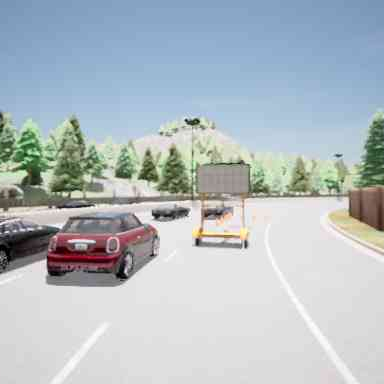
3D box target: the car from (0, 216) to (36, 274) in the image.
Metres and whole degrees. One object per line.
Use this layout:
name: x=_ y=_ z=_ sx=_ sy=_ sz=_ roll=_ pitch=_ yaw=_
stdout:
car: x=-5.971 y=1.518 z=10.626 sx=2.128 sy=1.511 sz=4.902 roll=0 pitch=0 yaw=7

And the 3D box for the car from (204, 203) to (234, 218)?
car: x=2.546 y=1.672 z=30.530 sx=1.895 sy=1.301 sz=4.718 roll=0 pitch=0 yaw=20

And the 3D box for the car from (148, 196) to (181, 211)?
car: x=-3.498 y=1.453 z=43.270 sx=2.097 sy=1.767 sz=4.553 roll=0 pitch=0 yaw=27

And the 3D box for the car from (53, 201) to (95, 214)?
car: x=-13.426 y=1.692 z=38.174 sx=1.895 sy=1.301 sz=4.718 roll=0 pitch=0 yaw=22

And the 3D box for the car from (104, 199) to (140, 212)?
car: x=-8.515 y=1.602 z=40.774 sx=1.837 sy=1.490 sz=4.892 roll=0 pitch=0 yaw=24

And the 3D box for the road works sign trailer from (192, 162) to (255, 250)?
road works sign trailer: x=1.393 y=0.499 z=14.802 sx=2.380 sy=3.560 sz=2.880 roll=0 pitch=0 yaw=14

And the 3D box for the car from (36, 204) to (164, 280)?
car: x=-2.468 y=1.377 z=10.331 sx=2.097 sy=1.767 sz=4.553 roll=0 pitch=0 yaw=7

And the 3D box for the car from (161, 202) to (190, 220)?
car: x=-1.729 y=1.669 z=28.942 sx=1.895 sy=1.301 sz=4.718 roll=0 pitch=0 yaw=19
